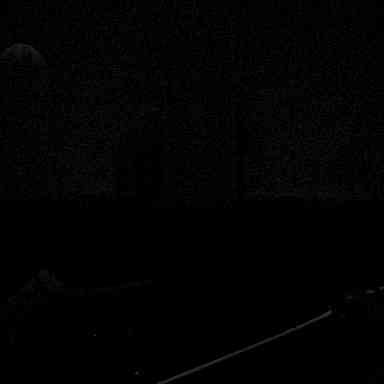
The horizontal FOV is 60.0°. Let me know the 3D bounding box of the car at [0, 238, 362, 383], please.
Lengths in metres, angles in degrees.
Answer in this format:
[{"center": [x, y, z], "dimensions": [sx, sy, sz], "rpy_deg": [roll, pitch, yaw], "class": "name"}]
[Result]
[{"center": [-0.707, 1.352, 2.564], "dimensions": [4.553, 1.767, 2.097], "rpy_deg": [0, 0, -35], "class": "car"}]
